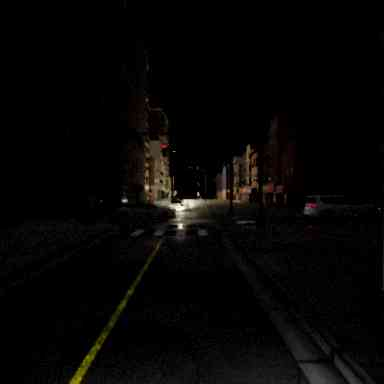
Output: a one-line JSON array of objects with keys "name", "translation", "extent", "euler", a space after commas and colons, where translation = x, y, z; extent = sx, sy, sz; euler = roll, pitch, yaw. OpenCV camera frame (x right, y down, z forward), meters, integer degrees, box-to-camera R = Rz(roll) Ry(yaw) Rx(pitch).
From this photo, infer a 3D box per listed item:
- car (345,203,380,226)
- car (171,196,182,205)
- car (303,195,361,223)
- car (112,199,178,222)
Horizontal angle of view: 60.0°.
[{"name": "car", "translation": [13.220, 1.644, 22.629], "extent": [4.313, 1.339, 1.947], "euler": [0, 0, 0]}, {"name": "car", "translation": [-2.781, 1.531, 59.537], "extent": [1.812, 1.442, 4.674], "euler": [0, 0, 1]}, {"name": "car", "translation": [11.367, 1.277, 25.258], "extent": [5.566, 2.045, 2.150], "euler": [0, 0, 0]}, {"name": "car", "translation": [-3.671, 1.504, 25.220], "extent": [4.674, 1.442, 1.812], "euler": [0, 0, 0]}]
